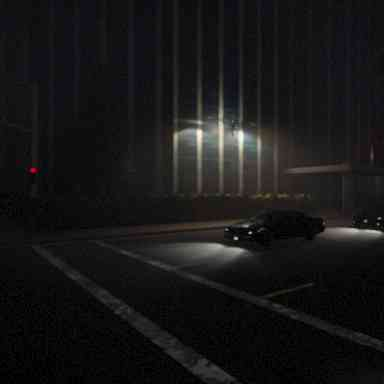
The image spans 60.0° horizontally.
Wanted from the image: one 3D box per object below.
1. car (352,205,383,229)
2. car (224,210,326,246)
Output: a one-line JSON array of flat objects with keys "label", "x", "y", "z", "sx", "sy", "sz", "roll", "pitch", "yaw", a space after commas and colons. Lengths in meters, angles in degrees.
[{"label": "car", "x": 12.046, "y": 1.556, "z": 21.149, "sx": 4.181, "sy": 1.385, "sz": 1.994, "roll": 0, "pitch": 0, "yaw": -36}, {"label": "car", "x": 4.004, "y": 1.543, "z": 15.420, "sx": 5.357, "sy": 1.411, "sz": 2.033, "roll": 0, "pitch": 0, "yaw": -35}]
